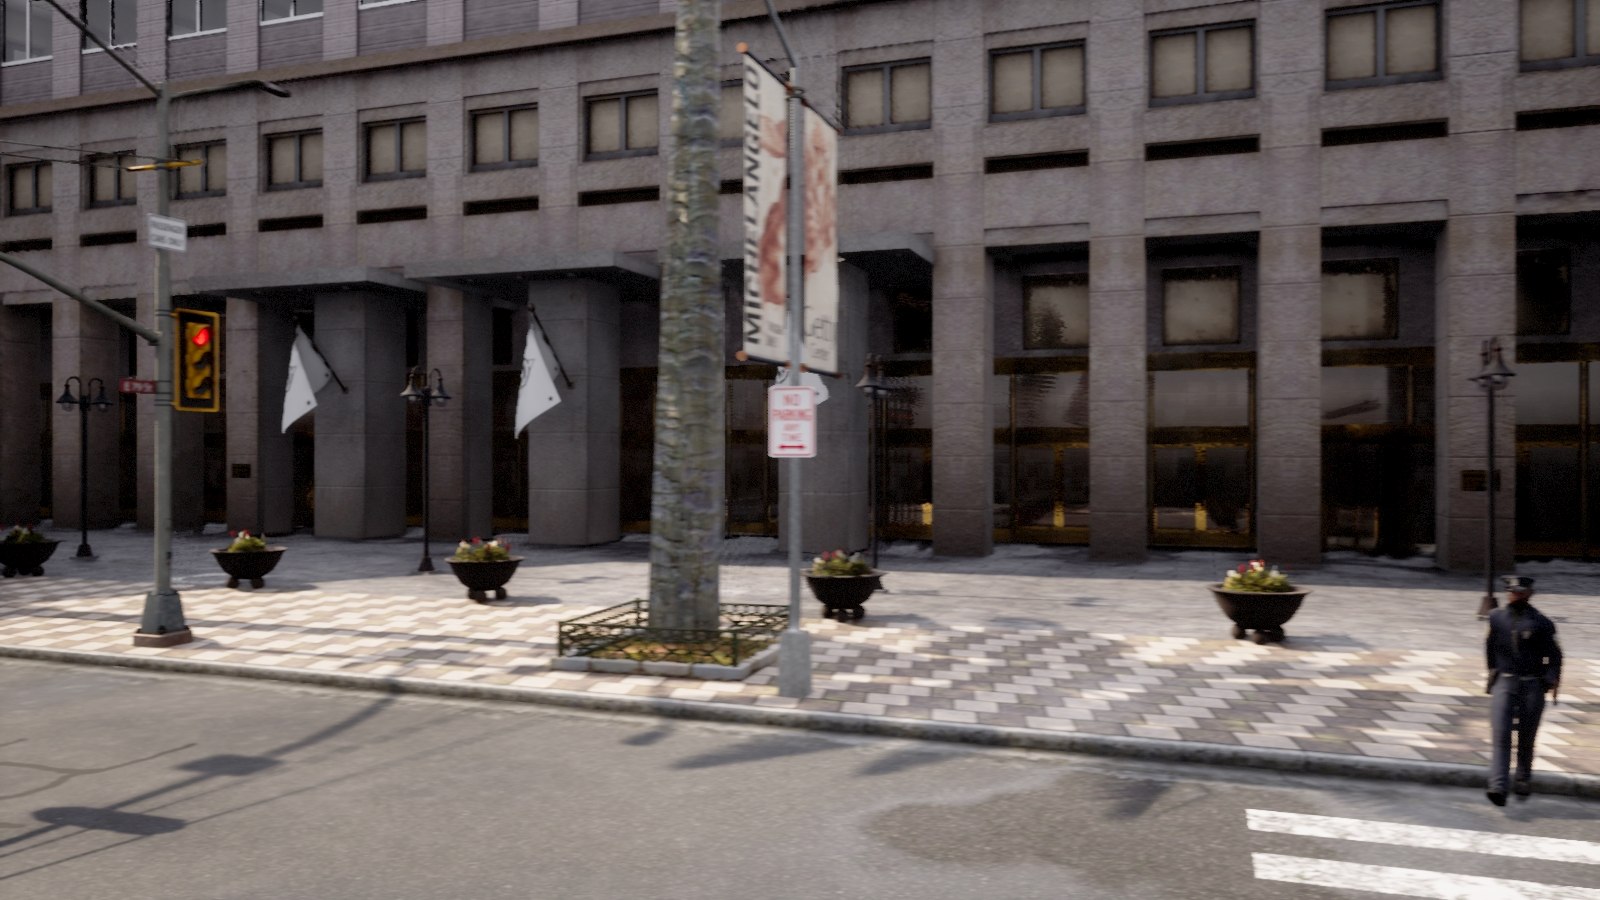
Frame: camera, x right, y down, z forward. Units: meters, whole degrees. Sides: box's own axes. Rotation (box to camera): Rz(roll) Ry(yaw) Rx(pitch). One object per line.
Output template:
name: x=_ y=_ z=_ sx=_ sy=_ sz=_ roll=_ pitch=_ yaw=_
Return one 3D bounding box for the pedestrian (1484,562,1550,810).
pedestrian: x=5.692 y=1.846 z=9.070 sx=0.375 sy=1.860 sz=0.375 roll=0 pitch=0 yaw=43
